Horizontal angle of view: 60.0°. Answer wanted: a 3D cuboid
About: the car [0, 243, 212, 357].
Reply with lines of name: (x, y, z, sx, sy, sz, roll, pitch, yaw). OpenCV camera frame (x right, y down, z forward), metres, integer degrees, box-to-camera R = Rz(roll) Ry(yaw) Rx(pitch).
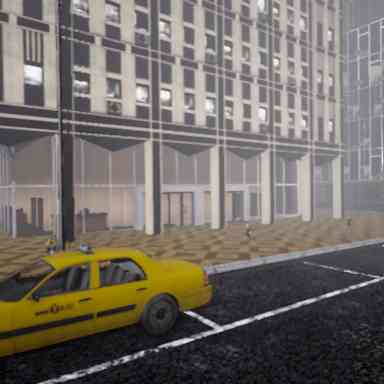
car: (-1.917, 1.525, 5.167, 4.829, 1.417, 1.752, 0, -1, -36)
